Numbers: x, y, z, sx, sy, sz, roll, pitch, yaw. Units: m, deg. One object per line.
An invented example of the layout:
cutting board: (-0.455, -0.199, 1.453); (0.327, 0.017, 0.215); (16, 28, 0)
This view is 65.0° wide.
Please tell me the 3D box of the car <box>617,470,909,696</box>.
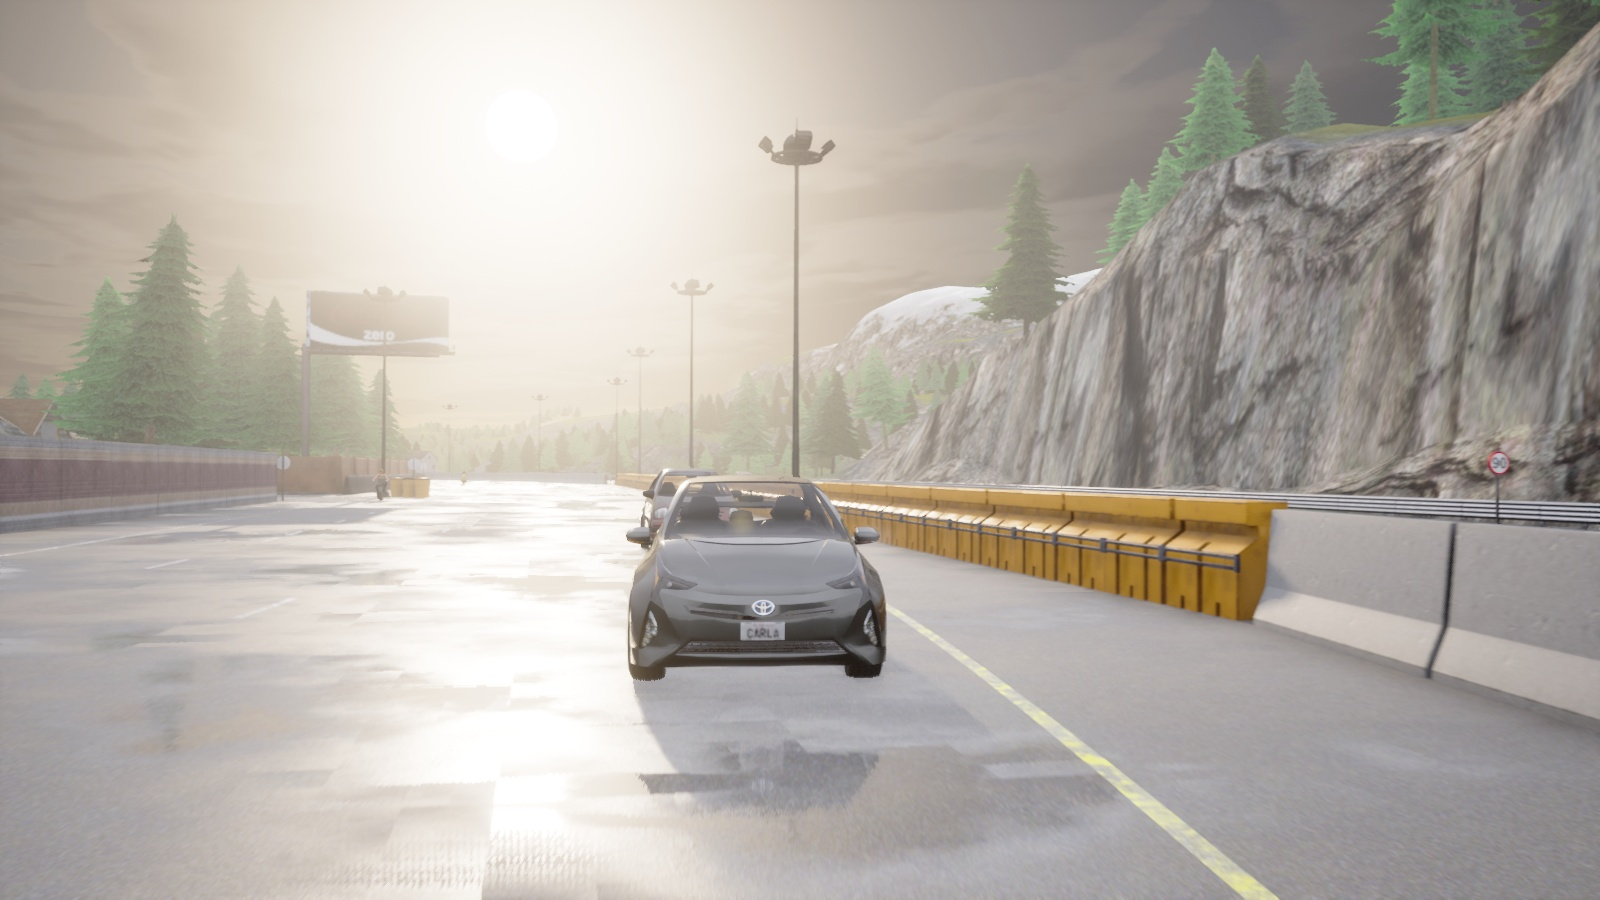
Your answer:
car: (-0.445, 0.946, 10.892); (2.007, 1.525, 4.514); (0, -1, -5)

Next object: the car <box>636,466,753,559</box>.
car: (-2.090, 1.122, 23.916); (1.851, 1.617, 3.988); (0, -1, -10)
